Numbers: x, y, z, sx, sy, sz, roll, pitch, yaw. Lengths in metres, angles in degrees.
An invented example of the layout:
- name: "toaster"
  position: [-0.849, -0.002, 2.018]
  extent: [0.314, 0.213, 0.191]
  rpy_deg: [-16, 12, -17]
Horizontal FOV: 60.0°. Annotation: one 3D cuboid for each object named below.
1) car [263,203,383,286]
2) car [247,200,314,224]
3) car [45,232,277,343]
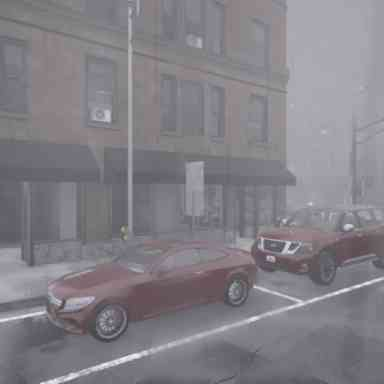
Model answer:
- name: "car"
  position: [3.970, 1.311, 9.598]
  extent: [5.009, 1.841, 2.192]
  rpy_deg: [0, 0, -35]
- name: "car"
  position: [6.766, 1.479, 25.865]
  extent: [1.882, 1.535, 5.008]
  rpy_deg: [0, 0, -35]
- name: "car"
  position: [-0.527, 1.581, 6.391]
  extent: [4.206, 1.307, 1.802]
  rpy_deg: [0, 0, -35]
